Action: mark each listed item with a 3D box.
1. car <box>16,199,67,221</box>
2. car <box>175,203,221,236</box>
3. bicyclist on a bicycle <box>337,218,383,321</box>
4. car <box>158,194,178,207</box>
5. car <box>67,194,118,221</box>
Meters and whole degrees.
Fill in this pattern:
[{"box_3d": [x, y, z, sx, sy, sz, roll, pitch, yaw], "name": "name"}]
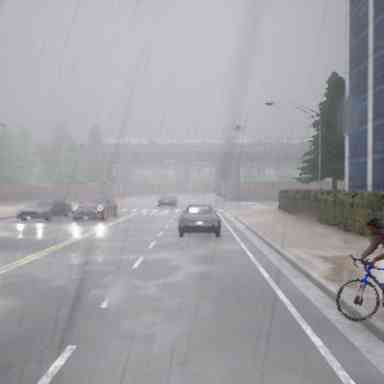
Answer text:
[{"box_3d": [-10.114, 1.188, 23.329, 2.033, 1.411, 5.357, 0, 1, 1], "name": "car"}, {"box_3d": [0.373, 1.309, 16.687, 1.994, 1.385, 4.181, 0, 1, 1], "name": "car"}, {"box_3d": [3.099, 1.235, 5.275, 1.656, 1.620, 0.582, -3, 1, 1], "name": "bicyclist on a bicycle"}, {"box_3d": [-2.750, 0.931, 38.415, 1.994, 1.385, 4.181, 0, 1, 1], "name": "car"}, {"box_3d": [-6.619, 0.995, 23.123, 2.097, 1.767, 4.553, 0, 1, 1], "name": "car"}]
